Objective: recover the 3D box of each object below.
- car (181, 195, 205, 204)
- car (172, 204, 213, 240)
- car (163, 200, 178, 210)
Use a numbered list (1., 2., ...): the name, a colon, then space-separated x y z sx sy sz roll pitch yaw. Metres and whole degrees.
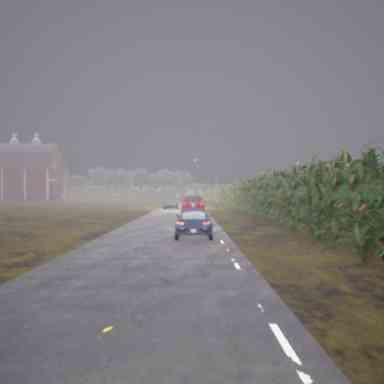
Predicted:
1. car: 0.076 1.283 32.593 2.150 2.045 5.566 0 0 -1
2. car: 0.098 1.540 16.947 1.812 1.442 4.674 0 0 1
3. car: -2.834 1.734 45.135 1.994 1.385 4.181 0 -1 0
